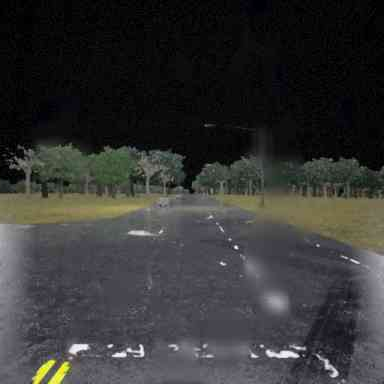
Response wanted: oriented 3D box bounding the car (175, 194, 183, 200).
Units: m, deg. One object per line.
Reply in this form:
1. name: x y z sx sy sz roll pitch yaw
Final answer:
1. car: -3.134 1.235 80.021 1.837 1.490 4.892 0 0 4

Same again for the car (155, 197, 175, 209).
1. car: -3.544 1.405 42.743 1.837 1.490 4.892 0 0 0
